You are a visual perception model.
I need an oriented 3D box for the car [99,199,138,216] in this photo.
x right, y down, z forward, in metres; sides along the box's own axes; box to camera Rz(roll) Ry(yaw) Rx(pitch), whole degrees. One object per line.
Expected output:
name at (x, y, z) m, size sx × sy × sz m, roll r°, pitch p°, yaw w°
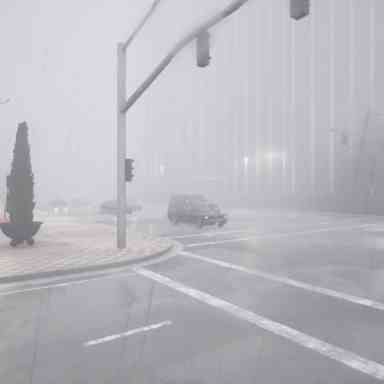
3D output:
car at (-7.525, 1.482, 32.844) m, size 1.882 × 1.535 × 5.008 m, roll 0°, pitch 1°, yaw -36°

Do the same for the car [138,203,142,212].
car at (-7.485, 1.531, 38.782) m, size 1.812 × 1.442 × 4.674 m, roll 0°, pitch 0°, yaw -36°

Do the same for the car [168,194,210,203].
car at (0.025, 1.227, 28.373) m, size 2.150 × 2.045 × 5.566 m, roll 0°, pitch 0°, yaw -36°

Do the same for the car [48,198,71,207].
car at (-20.567, 1.605, 51.058) m, size 1.895 × 1.301 × 4.718 m, roll 0°, pitch 0°, yaw -36°

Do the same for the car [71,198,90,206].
car at (-18.150, 1.596, 53.700) m, size 2.033 × 1.411 × 5.357 m, roll 0°, pitch 0°, yaw -36°

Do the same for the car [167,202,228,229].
car at (0.271, 1.605, 21.959) m, size 1.895 × 1.301 × 4.718 m, roll 0°, pitch 0°, yaw -34°
